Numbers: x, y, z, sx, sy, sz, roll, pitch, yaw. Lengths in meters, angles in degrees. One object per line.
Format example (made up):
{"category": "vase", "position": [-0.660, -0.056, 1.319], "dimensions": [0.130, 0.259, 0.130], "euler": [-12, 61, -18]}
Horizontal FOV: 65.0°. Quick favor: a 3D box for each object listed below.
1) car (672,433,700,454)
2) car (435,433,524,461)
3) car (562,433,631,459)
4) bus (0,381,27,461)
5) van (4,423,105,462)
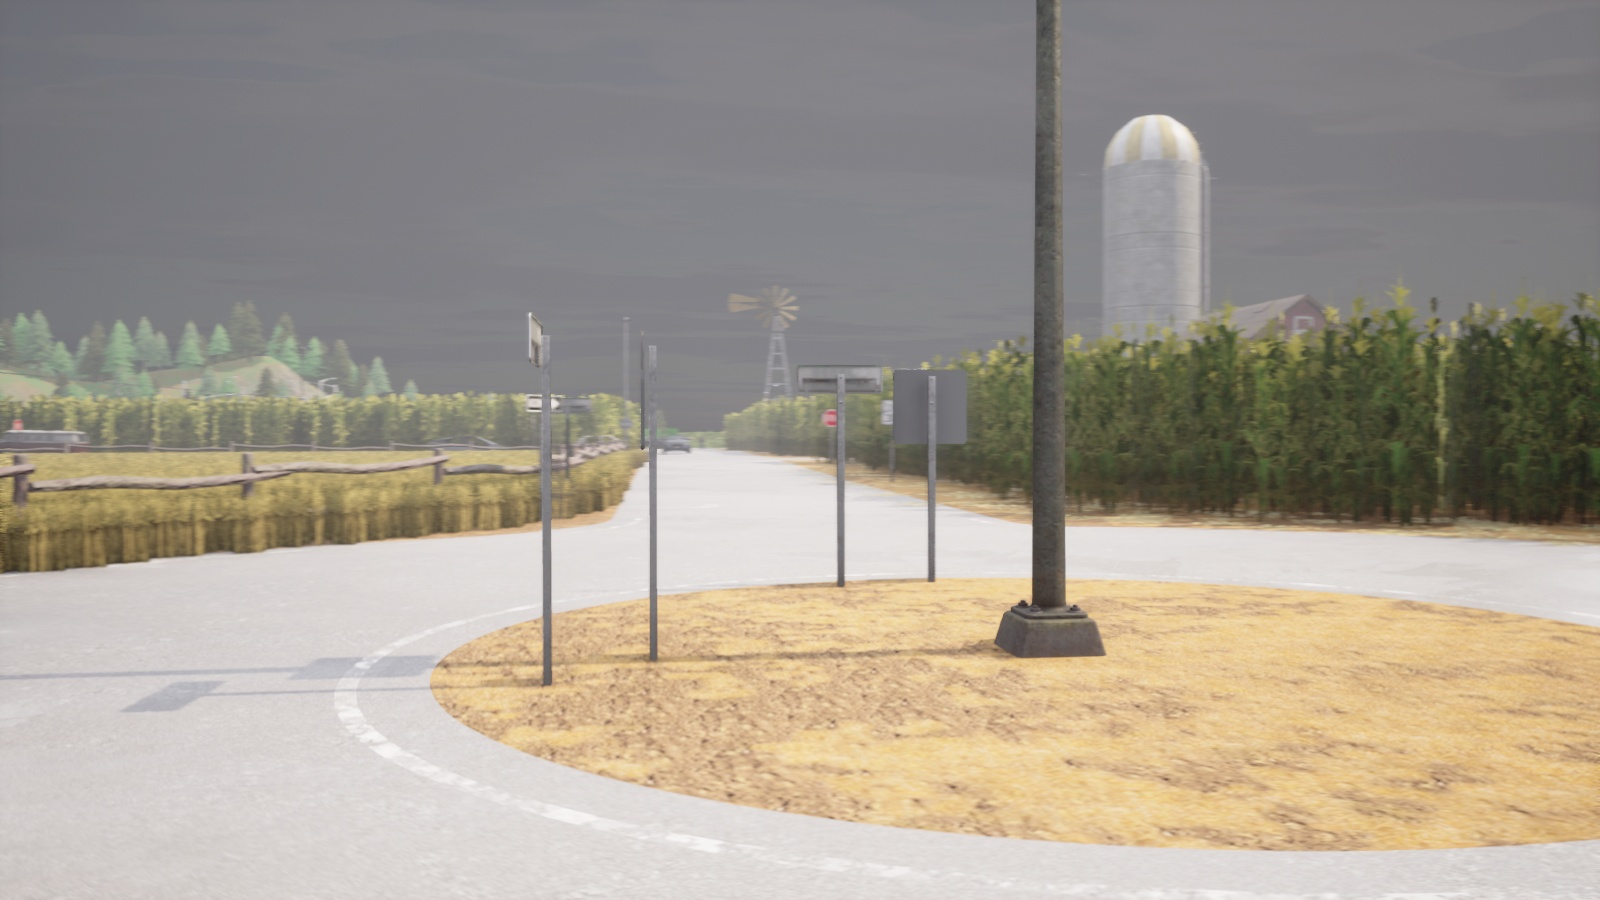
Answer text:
{"category": "car", "position": [-8.261, -0.491, 90.817], "dimensions": [1.994, 1.385, 4.181], "euler": [0, 1, -6]}
{"category": "car", "position": [-17.513, -0.186, 68.785], "dimensions": [4.514, 1.525, 2.007], "euler": [0, 1, -6]}
{"category": "car", "position": [-11.710, -0.236, 72.524], "dimensions": [3.806, 1.475, 1.970], "euler": [0, 1, -6]}
{"category": "bus", "position": [-46.875, -1.561, 66.223], "dimensions": [10.273, 4.253, 3.944], "euler": [0, 1, -31]}
{"category": "van", "position": [-41.130, -0.412, 69.376], "dimensions": [4.442, 1.987, 1.775], "euler": [1, 0, -6]}
